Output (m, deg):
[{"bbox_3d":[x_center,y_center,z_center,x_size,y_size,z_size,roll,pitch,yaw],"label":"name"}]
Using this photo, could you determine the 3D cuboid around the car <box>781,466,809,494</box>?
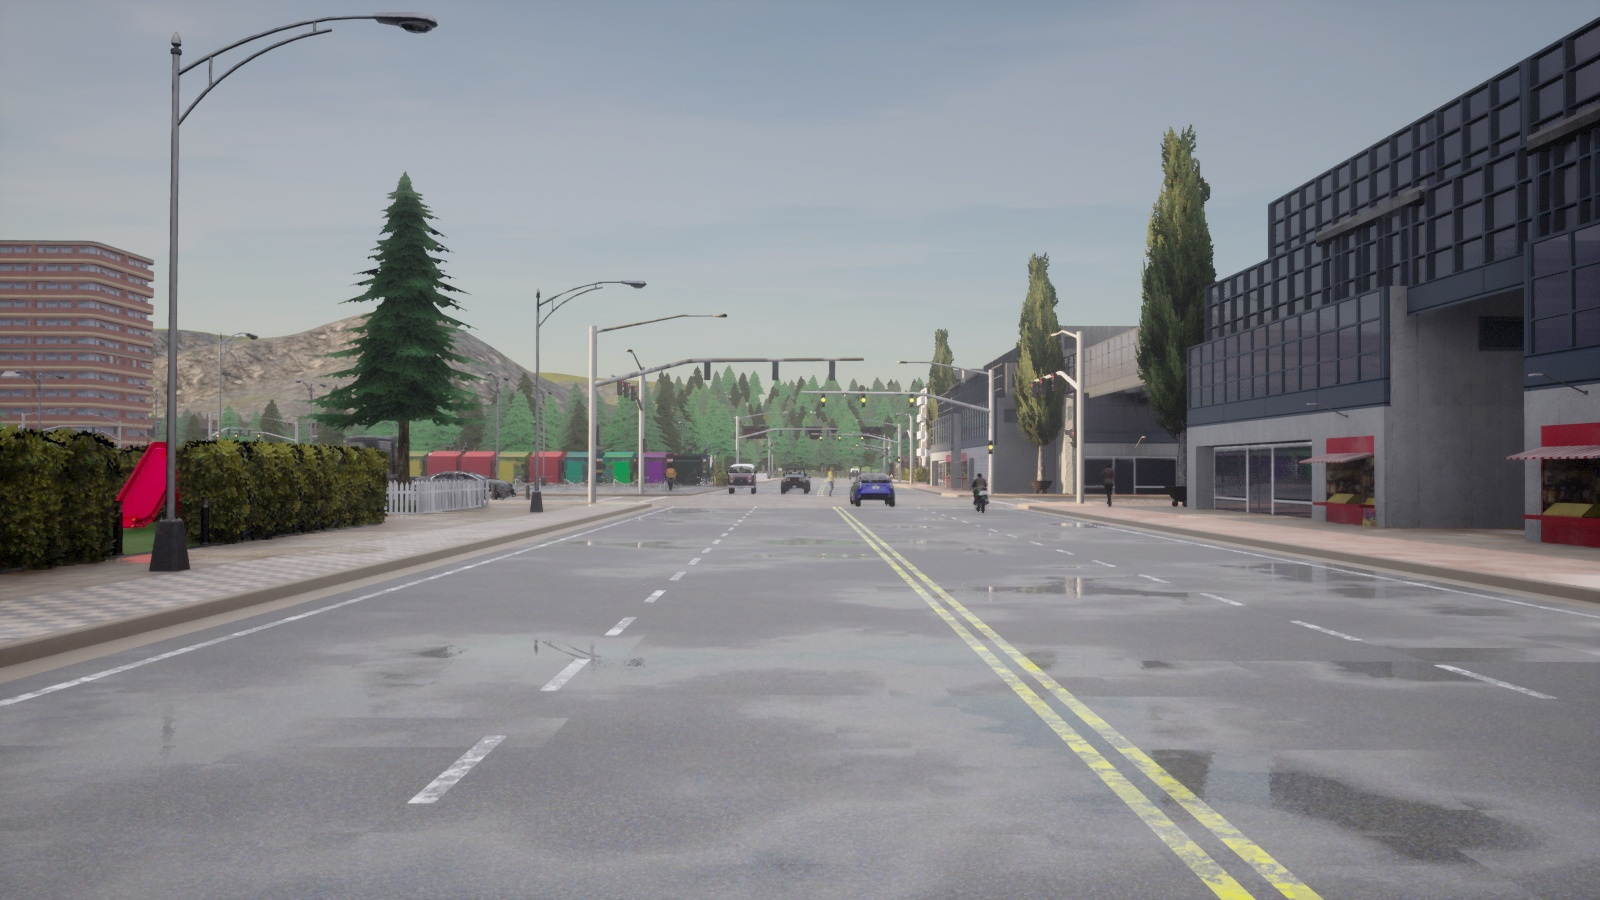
[{"bbox_3d":[-0.334,2.079,87.593,1.905,1.878,3.866,0,-1,1],"label":"car"}]

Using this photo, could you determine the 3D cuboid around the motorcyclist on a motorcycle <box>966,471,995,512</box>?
[{"bbox_3d":[6.880,1.574,48.025,0.797,1.523,2.044,0,-1,0],"label":"motorcyclist on a motorcycle"}]

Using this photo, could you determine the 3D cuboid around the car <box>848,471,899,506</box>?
[{"bbox_3d":[3.308,1.708,57.300,2.007,1.525,4.514,0,-1,-1],"label":"car"}]

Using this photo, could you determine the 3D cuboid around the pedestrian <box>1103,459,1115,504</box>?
[{"bbox_3d":[12.565,1.279,51.104,0.328,1.805,0.869,0,-1,4],"label":"pedestrian"}]

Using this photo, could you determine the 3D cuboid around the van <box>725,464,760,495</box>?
[{"bbox_3d":[-3.870,1.979,85.083,2.069,2.038,4.480,0,-1,1],"label":"van"}]

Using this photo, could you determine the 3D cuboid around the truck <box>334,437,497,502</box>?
[{"bbox_3d":[-20.755,1.055,68.030,7.936,3.462,2.891,0,-1,0],"label":"truck"}]

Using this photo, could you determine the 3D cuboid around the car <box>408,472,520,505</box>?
[{"bbox_3d":[-16.275,1.858,61.007,4.902,1.511,2.128,0,-1,0],"label":"car"}]

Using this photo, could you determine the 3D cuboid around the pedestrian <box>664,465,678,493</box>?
[{"bbox_3d":[-8.598,1.909,83.681,0.874,1.855,0.900,0,-1,-4],"label":"pedestrian"}]
